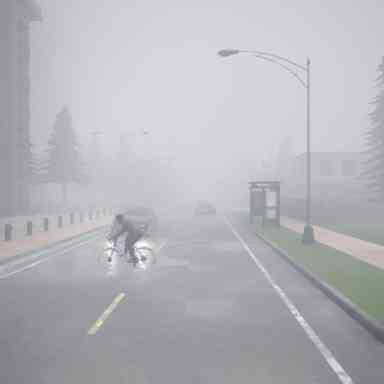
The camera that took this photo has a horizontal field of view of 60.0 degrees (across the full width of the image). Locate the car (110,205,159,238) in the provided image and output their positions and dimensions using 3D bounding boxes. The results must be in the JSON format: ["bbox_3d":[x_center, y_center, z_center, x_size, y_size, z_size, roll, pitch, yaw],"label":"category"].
[{"bbox_3d":[-2.955,1.504,17.887,1.837,1.490,4.892,0,0,3],"label":"car"}]

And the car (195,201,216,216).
[{"bbox_3d":[1.272,1.564,32.180,1.994,1.385,4.181,0,0,2],"label":"car"}]

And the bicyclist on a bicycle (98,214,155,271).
[{"bbox_3d":[-1.875,1.454,9.456,1.656,1.620,0.582,-2,0,2],"label":"bicyclist on a bicycle"}]
